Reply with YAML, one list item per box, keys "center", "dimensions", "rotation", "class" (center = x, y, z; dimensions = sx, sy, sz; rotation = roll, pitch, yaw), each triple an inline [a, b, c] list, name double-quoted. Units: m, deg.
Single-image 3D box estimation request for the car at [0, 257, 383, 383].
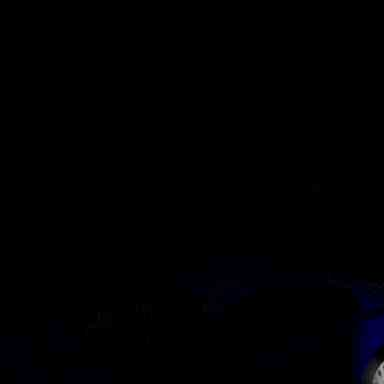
- center: [0.204, 1.491, 3.284]
  dimensions: [5.008, 1.535, 1.882]
  rotation: [1, -1, -33]
  class: "car"
